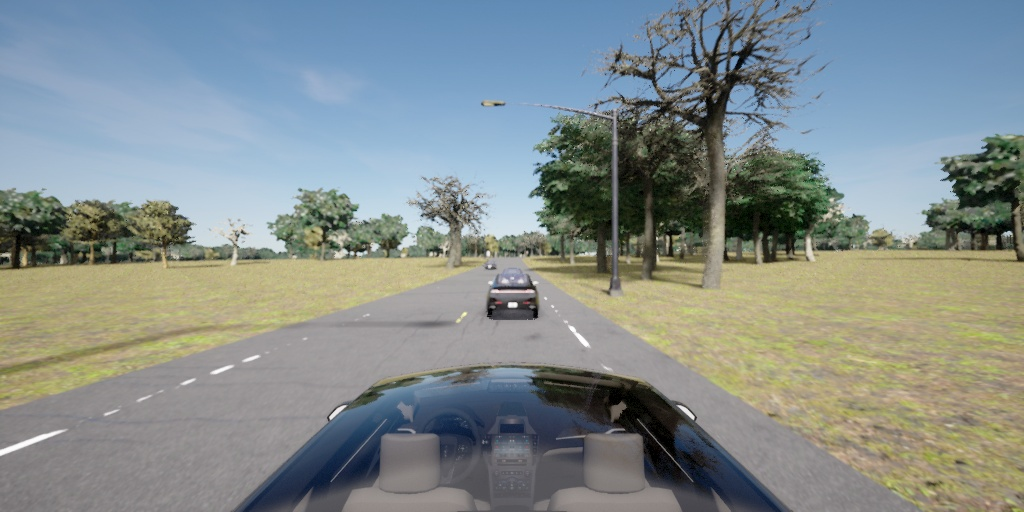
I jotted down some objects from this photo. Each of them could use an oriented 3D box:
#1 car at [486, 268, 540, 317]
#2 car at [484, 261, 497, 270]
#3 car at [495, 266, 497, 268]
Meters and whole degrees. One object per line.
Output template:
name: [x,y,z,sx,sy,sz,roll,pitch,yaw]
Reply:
car: [0.043,1.402,14.014,2.128,1.511,4.902,0,-1,1]
car: [-3.544,1.540,59.936,2.128,1.511,4.902,0,0,1]
car: [0.021,1.579,26.916,2.033,1.411,5.357,0,0,0]
